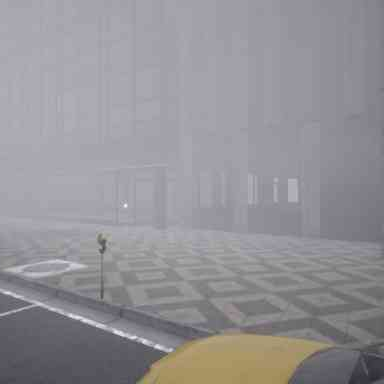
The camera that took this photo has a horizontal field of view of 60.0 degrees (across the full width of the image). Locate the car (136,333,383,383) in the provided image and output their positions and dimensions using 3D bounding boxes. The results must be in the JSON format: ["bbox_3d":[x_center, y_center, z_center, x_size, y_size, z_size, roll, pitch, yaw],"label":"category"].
[{"bbox_3d":[1.637,1.525,1.915,4.829,1.417,1.752,0,0,36],"label":"car"}]
